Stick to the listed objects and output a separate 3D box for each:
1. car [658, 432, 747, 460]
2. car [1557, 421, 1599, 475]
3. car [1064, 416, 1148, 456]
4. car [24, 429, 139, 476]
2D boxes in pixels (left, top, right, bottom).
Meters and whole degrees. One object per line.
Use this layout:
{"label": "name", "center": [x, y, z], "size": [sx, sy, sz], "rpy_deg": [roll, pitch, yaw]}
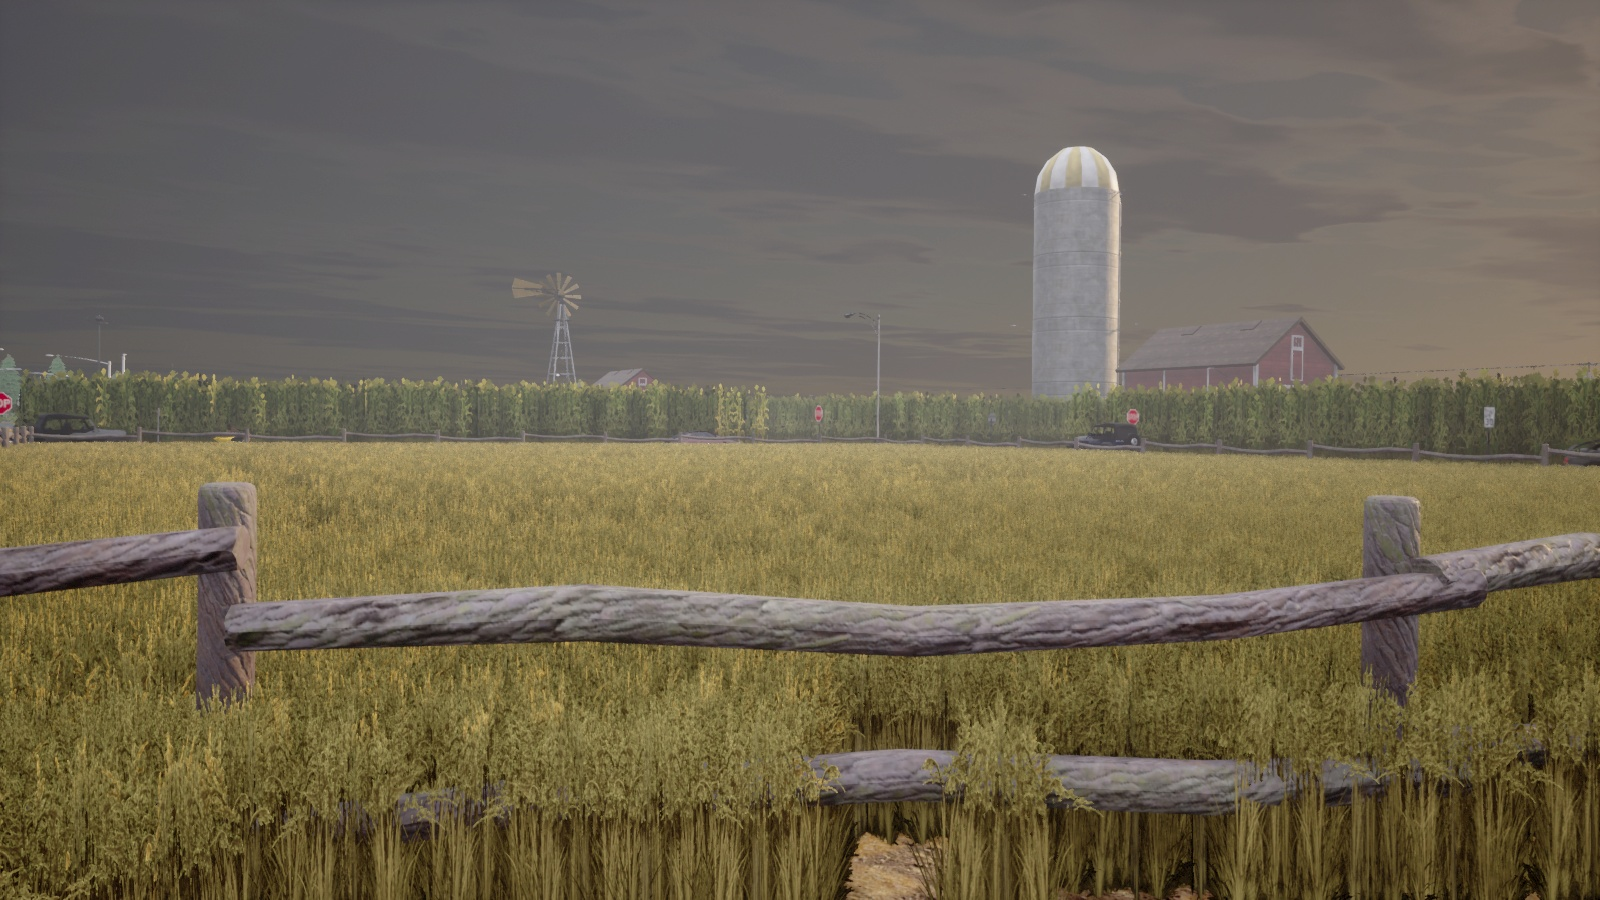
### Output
{"label": "car", "center": [-5.140, -0.231, 66.330], "size": [4.181, 1.385, 1.994], "rpy_deg": [-2, 1, -27]}
{"label": "car", "center": [24.121, -0.077, 36.026], "size": [1.789, 1.549, 3.705], "rpy_deg": [-1, 1, -27]}
{"label": "car", "center": [14.768, -0.716, 60.784], "size": [1.905, 1.878, 3.866], "rpy_deg": [-1, 2, -28]}
{"label": "car", "center": [-30.142, 0.062, 52.736], "size": [3.866, 1.878, 1.905], "rpy_deg": [-1, 1, -40]}
